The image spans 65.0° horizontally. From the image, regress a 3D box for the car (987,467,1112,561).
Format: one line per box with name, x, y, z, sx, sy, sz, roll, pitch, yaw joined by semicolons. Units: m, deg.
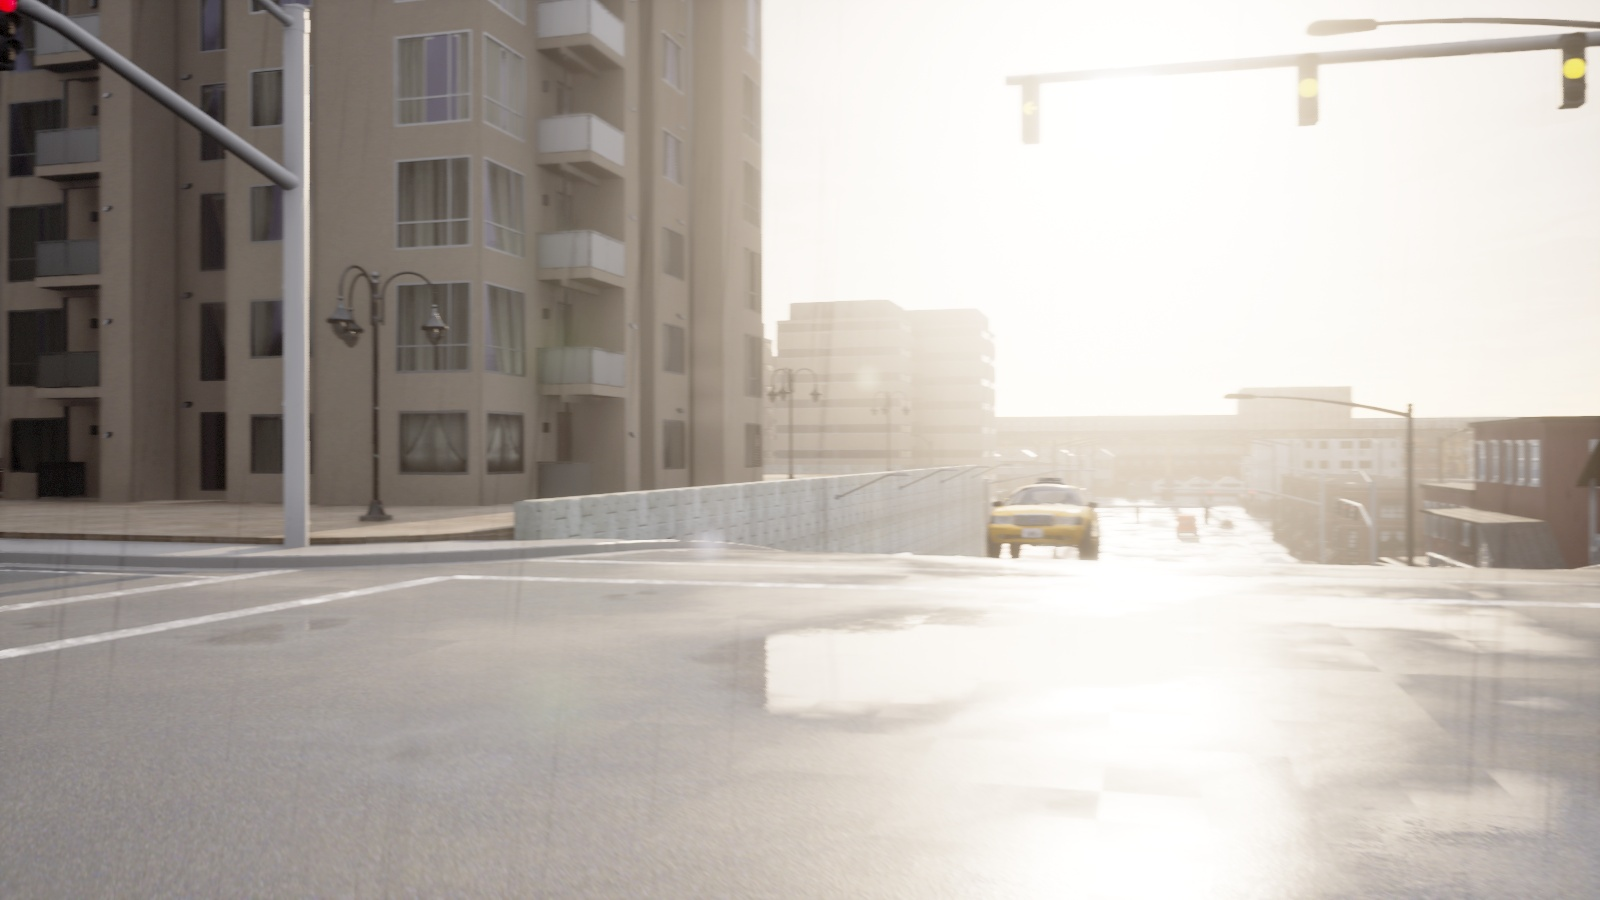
car;4.866;1.297;23.867;1.801;1.575;5.366;0;-5;17
